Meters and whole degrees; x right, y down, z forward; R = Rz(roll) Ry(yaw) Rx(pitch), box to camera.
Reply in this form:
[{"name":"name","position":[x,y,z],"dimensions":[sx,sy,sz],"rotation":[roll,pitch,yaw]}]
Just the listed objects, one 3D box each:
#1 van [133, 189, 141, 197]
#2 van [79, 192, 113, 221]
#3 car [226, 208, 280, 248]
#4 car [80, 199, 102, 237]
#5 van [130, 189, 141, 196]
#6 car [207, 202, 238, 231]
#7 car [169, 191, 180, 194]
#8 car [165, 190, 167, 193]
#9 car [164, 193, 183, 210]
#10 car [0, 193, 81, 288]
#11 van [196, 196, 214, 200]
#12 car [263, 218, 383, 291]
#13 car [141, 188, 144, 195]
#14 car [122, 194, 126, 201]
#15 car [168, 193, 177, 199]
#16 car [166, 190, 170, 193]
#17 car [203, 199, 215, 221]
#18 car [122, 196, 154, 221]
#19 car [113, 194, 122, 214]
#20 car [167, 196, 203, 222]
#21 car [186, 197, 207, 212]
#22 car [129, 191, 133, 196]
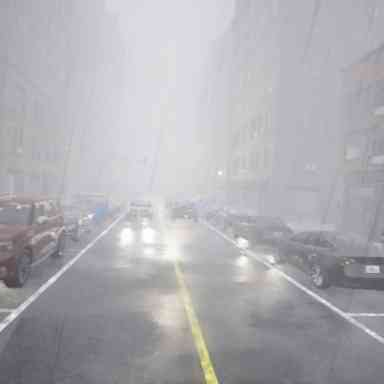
[{"name":"van","position":[-13.168,0.190,80.277],"dimensions":[1.690,1.788,3.998],"rotation":[3,0,-7]},{"name":"van","position":[-5.975,0.919,19.748],"dimensions":[1.690,1.788,3.998],"rotation":[3,0,-7]},{"name":"car","position":[3.132,1.678,15.144],"dimensions":[1.947,1.339,4.313],"rotation":[3,0,-7]},{"name":"car","position":[-5.317,1.189,14.120],"dimensions":[2.008,1.369,4.403],"rotation":[3,0,-7]},{"name":"van","position":[-11.191,0.397,63.637],"dimensions":[1.690,1.788,3.998],"rotation":[3,0,-7]},{"name":"car","position":[2.464,1.602,20.773],"dimensions":[2.008,1.369,4.403],"rotation":[3,0,-7]},{"name":"car","position":[-2.747,0.970,64.665],"dimensions":[1.967,1.590,4.097],"rotation":[3,0,-7]},{"name":"car","position":[-5.388,0.800,86.849],"dimensions":[2.008,1.369,4.403],"rotation":[3,0,-7]},{"name":"car","position":[-2.059,1.264,36.680],"dimensions":[2.033,1.411,5.357],"rotation":[3,0,-6]},{"name":"car","position":[-4.635,1.015,8.492],"dimensions":[2.192,1.841,5.009],"rotation":[3,0,-7]},{"name":"van","position":[1.137,1.263,32.032],"dimensions":[1.690,1.788,3.998],"rotation":[3,0,-7]},{"name":"car","position":[3.802,1.740,9.515],"dimensions":[1.947,1.339,4.313],"rotation":[3,0,-7]},{"name":"car","position":[-12.508,0.234,74.731],"dimensions":[2.192,1.841,5.009],"rotation":[3,0,-7]},{"name":"car","position":[-7.304,0.975,30.838],"dimensions":[1.752,1.417,4.829],"rotation":[3,0,-7]},{"name":"car","position":[-4.730,0.888,81.302],"dimensions":[1.947,1.339,4.313],"rotation":[3,0,-7]},{"name":"car","position":[-4.058,0.708,75.756],"dimensions":[2.192,1.841,5.009],"rotation":[3,0,-7]},{"name":"car","position":[1.793,1.569,26.403],"dimensions":[1.802,1.307,4.206],"rotation":[3,0,-7]},{"name":"car","position":[-3.741,1.285,24.251],"dimensions":[1.895,1.301,4.718],"rotation":[3,0,-7]},{"name":"car","position":[-6.634,1.041,25.209],"dimensions":[1.752,1.417,4.829],"rotation":[3,0,-7]},{"name":"car","position":[-0.646,1.362,24.933],"dimensions":[1.837,1.490,4.892],"rotation":[3,1,-6]},{"name":"car","position":[0.438,1.377,37.831],"dimensions":[1.752,1.417,4.829],"rotation":[3,0,-7]},{"name":"car","position":[-7.994,0.931,36.634],"dimensions":[2.008,1.369,4.403],"rotation":[3,0,-7]}]
